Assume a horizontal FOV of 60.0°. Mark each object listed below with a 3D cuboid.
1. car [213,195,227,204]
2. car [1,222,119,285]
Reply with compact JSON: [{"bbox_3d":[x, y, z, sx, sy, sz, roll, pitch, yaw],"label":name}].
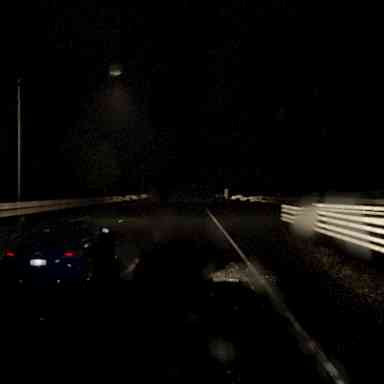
[{"bbox_3d":[4.798,1.290,58.355,2.128,1.511,4.902,0,0,-6],"label":"car"},{"bbox_3d":[-3.404,1.519,9.370,1.994,1.385,4.181,0,0,0],"label":"car"}]
